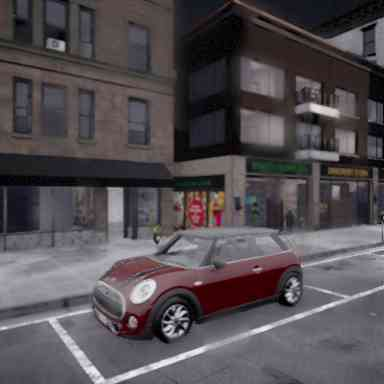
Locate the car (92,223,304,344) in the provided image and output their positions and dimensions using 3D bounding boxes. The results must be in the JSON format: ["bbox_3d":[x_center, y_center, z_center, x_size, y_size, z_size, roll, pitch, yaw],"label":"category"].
[{"bbox_3d":[0.235,1.445,6.357,4.097,1.590,1.967,0,0,-36],"label":"car"}]
